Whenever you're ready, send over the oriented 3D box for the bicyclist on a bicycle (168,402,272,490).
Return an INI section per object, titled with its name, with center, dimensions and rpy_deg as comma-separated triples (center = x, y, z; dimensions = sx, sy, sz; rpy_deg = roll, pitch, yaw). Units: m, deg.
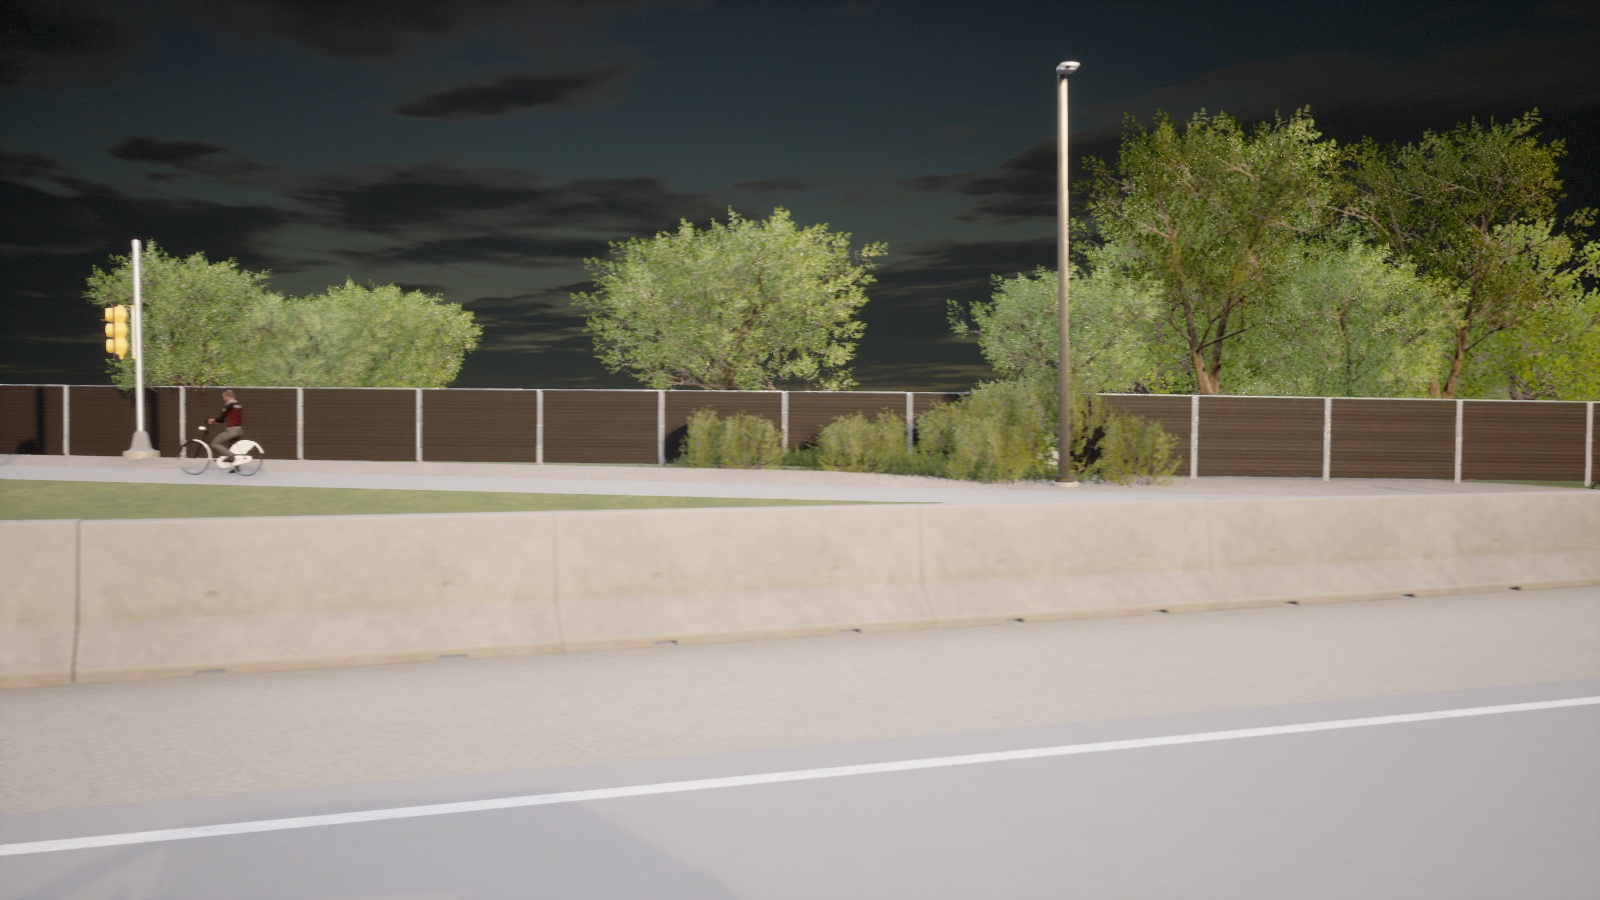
[bicyclist on a bicycle]
center = -11.872, -0.086, 25.722
dimensions = 1.843, 1.776, 0.659
rpy_deg = 0, 2, 6
